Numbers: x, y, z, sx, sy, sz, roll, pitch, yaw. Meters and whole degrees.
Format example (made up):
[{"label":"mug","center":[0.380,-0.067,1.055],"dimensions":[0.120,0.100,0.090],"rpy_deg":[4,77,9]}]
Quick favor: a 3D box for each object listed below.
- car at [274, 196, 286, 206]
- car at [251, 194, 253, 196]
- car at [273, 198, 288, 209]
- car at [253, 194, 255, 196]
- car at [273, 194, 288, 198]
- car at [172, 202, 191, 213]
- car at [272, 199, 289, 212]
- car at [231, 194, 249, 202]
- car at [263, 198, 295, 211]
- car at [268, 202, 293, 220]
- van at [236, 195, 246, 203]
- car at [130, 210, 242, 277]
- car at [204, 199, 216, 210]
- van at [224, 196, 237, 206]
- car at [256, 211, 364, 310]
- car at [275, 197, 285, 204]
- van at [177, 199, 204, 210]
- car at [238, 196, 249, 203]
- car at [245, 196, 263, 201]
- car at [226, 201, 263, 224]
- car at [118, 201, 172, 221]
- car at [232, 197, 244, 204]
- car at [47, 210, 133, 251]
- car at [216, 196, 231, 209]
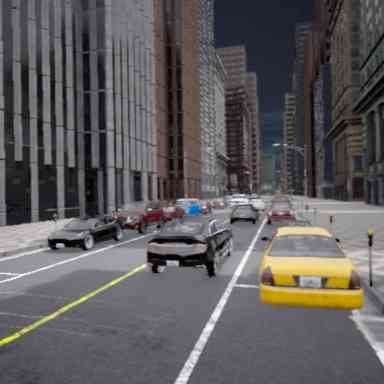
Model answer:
[{"label":"car","center":[15.025,1.501,56.735],"dimensions":[1.967,1.590,4.097],"rpy_deg":[-1,0,15]},{"label":"car","center":[13.946,1.586,86.154],"dimensions":[2.192,1.841,5.009],"rpy_deg":[-1,0,15]},{"label":"car","center":[12.162,1.614,45.833],"dimensions":[1.947,1.339,4.313],"rpy_deg":[-1,0,15]},{"label":"car","center":[15.385,1.845,91.603],"dimensions":[1.947,1.339,4.313],"rpy_deg":[-1,0,15]},{"label":"car","center":[9.289,1.351,34.933],"dimensions":[2.192,1.841,5.009],"rpy_deg":[-1,0,15]},{"label":"car","center":[-1.819,1.739,26.188],"dimensions":[1.887,1.381,4.507],"rpy_deg":[-1,0,15]},{"label":"car","center":[10.728,1.587,40.383],"dimensions":[1.887,1.381,4.507],"rpy_deg":[-1,0,15]},{"label":"car","center":[6.844,1.371,48.290],"dimensions":[2.150,2.045,5.566],"rpy_deg":[-1,0,15]},{"label":"car","center":[6.424,1.465,24.030],"dimensions":[1.967,1.590,4.097],"rpy_deg":[-1,0,15]},{"label":"car","center":[7.861,1.596,29.480],"dimensions":[1.947,1.339,4.313],"rpy_deg":[-1,0,15]},{"label":"van","center":[11.079,1.595,75.251],"dimensions":[1.690,1.788,3.998],"rpy_deg":[-1,0,15]},{"label":"car","center":[0.140,1.553,10.585],"dimensions":[2.128,1.511,4.902],"rpy_deg":[-1,0,15]},{"label":"car","center":[1.046,1.646,37.091],"dimensions":[1.967,1.590,4.097],"rpy_deg":[-1,0,15]},{"label":"van","center":[6.778,1.572,58.897],"dimensions":[1.690,1.788,3.998],"rpy_deg":[-1,0,15]},{"label":"car","center":[2.602,1.456,7.961],"dimensions":[1.801,1.575,5.366],"rpy_deg":[-1,0,15]},{"label":"car","center":[17.895,1.641,67.637],"dimensions":[1.947,1.339,4.313],"rpy_deg":[-1,0,15]},{"label":"van","center":[-0.390,1.541,31.640],"dimensions":[1.690,1.788,3.998],"rpy_deg":[-1,0,15]},{"label":"car","center":[12.515,1.702,80.701],"dimensions":[1.967,1.590,4.097],"rpy_deg":[-1,0,15]},{"label":"car","center":[8.011,1.623,40.901],"dimensions":[1.812,1.442,4.674],"rpy_deg":[-1,0,15]},{"label":"car","center":[4.108,1.642,25.661],"dimensions":[1.994,1.385,4.181],"rpy_deg":[-1,0,15]},{"label":"car","center":[-3.258,1.503,20.737],"dimensions":[2.192,1.841,5.009],"rpy_deg":[-1,0,15]},{"label":"car","center":[9.650,1.796,69.798],"dimensions":[2.008,1.369,4.403],"rpy_deg":[-1,0,15]},{"label":"car","center":[-4.685,1.748,15.285],"dimensions":[1.947,1.339,4.313],"rpy_deg":[-1,0,15]},{"label":"car","center":[3.913,1.658,47.994],"dimensions":[1.967,1.590,4.097],"rpy_deg":[-1,0,15]}]
